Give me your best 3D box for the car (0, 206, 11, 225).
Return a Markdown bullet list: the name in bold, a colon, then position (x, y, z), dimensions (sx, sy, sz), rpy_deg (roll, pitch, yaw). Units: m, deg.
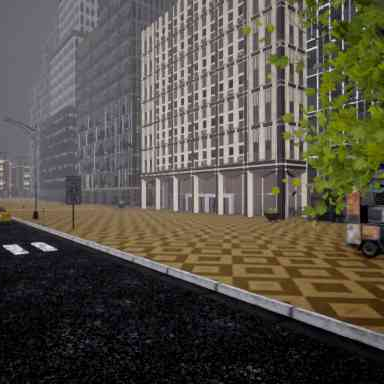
- **car**: position (-13.899, 1.529, 23.329), dimensions (1.752, 1.417, 4.829), rpy_deg (0, 0, -38)
